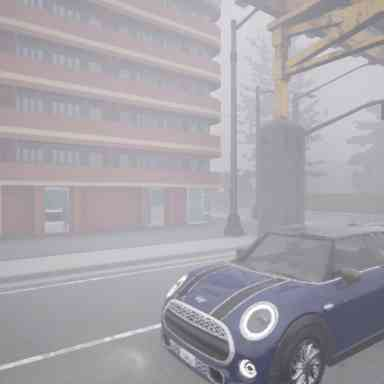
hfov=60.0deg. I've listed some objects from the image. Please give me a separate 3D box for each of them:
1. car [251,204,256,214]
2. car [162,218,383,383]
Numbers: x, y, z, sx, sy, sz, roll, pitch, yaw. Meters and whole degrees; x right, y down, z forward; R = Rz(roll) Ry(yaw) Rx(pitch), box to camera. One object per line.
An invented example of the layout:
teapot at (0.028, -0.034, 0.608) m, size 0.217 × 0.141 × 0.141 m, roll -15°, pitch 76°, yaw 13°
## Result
car at (7.367, 1.477, 29.208) m, size 1.882 × 1.535 × 5.008 m, roll 0°, pitch 0°, yaw -35°
car at (1.784, 1.352, 5.221) m, size 4.553 × 1.767 × 2.097 m, roll 0°, pitch 0°, yaw -35°
